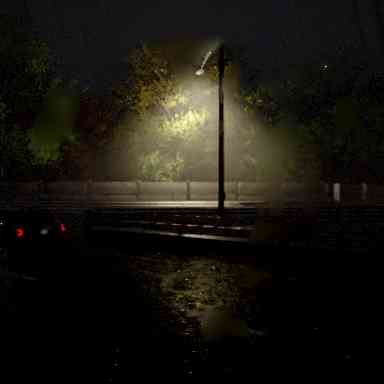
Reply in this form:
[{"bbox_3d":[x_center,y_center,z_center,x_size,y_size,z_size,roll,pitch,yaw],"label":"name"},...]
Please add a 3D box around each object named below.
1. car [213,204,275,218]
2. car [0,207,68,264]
[{"bbox_3d":[3.467,1.518,22.323,4.181,1.385,1.994,-1,0,-6],"label":"car"},{"bbox_3d":[-6.633,1.311,11.834,4.553,1.767,2.097,0,0,29],"label":"car"}]
